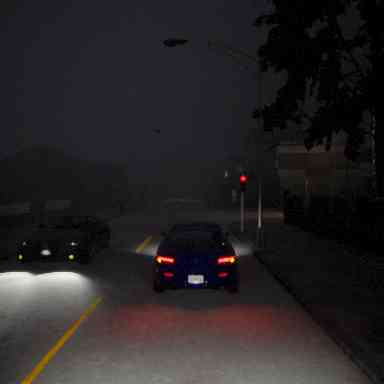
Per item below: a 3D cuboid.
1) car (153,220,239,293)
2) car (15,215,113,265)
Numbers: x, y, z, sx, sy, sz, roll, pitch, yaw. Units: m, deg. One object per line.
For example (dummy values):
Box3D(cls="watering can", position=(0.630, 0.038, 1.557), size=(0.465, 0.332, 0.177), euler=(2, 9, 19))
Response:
Box3D(cls="car", position=(0.096, 1.458, 8.570), size=(1.812, 1.442, 4.674), euler=(0, 0, 1))
Box3D(cls="car", position=(-4.046, 1.476, 11.214), size=(1.994, 1.385, 4.181), euler=(0, 0, 0))
